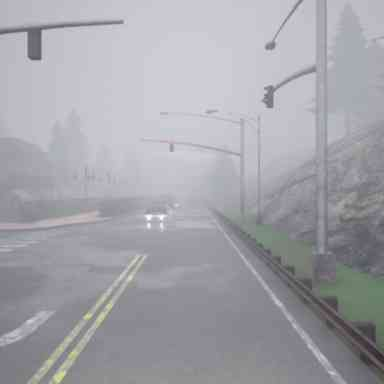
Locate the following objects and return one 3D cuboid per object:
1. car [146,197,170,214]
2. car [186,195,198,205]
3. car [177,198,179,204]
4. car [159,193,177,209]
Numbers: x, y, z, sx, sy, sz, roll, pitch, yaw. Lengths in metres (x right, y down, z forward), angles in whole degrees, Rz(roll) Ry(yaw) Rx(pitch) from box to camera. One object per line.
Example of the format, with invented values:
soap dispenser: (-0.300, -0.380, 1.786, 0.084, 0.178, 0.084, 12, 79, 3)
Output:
car: (-3.594, 1.547, 34.245, 1.994, 1.385, 4.181, 0, 0, -1)
car: (0.011, 1.323, 60.095, 2.097, 1.767, 4.553, 0, 0, 0)
car: (-3.538, 1.476, 60.750, 1.837, 1.490, 4.892, 0, 0, 0)
car: (-3.577, 1.202, 45.373, 2.150, 2.045, 5.566, 0, 0, 0)
